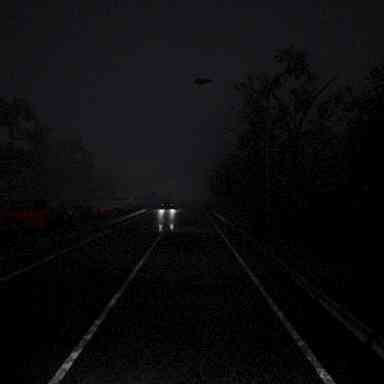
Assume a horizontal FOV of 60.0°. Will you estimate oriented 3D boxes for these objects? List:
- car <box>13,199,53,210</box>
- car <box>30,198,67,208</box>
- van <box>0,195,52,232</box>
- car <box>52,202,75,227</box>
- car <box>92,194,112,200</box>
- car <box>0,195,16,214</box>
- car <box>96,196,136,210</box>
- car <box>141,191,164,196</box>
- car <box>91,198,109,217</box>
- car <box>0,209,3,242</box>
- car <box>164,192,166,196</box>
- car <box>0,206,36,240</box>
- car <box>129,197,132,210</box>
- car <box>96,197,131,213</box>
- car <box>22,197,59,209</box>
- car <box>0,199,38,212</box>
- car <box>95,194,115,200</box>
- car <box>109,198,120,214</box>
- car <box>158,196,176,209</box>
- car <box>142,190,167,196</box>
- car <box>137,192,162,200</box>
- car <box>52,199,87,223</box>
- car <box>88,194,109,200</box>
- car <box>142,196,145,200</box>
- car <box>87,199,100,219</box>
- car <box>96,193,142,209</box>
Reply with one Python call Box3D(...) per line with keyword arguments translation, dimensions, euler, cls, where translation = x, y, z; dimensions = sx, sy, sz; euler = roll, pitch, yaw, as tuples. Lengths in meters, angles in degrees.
Box3D(translation=(-23.251, 1.790, 48.640), dimensions=(4.792, 1.488, 2.163), euler=(0, -1, 0), cls="car")
Box3D(translation=(-23.267, 1.817, 54.057), dimensions=(5.008, 1.535, 2.097), euler=(0, -1, 0), cls="car")
Box3D(translation=(-10.369, 1.305, 18.086), dimensions=(4.442, 1.987, 1.878), euler=(0, 0, 0), cls="van")
Box3D(translation=(-10.277, 1.565, 20.862), dimensions=(4.792, 1.488, 2.163), euler=(0, 0, 0), cls="car")
Box3D(translation=(-23.479, 1.368, 86.612), dimensions=(4.674, 1.452, 2.002), euler=(0, 0, 0), cls="car")
Box3D(translation=(-23.328, 1.395, 37.564), dimensions=(5.566, 2.045, 2.435), euler=(0, -1, 0), cls="car")
Box3D(translation=(-10.396, 1.703, 43.060), dimensions=(5.366, 1.575, 1.946), euler=(0, -1, 0), cls="car")
Box3D(translation=(-10.427, 1.205, 86.774), dimensions=(4.553, 1.767, 2.185), euler=(0, 0, 0), cls="car")
Box3D(translation=(-10.419, 1.567, 29.182), dimensions=(5.366, 1.575, 1.946), euler=(0, 0, 0), cls="car")
Box3D(translation=(-10.233, 1.551, 12.533), dimensions=(4.792, 1.488, 2.163), euler=(0, 0, 0), cls="car")
Box3D(translation=(-10.383, 1.331, 89.553), dimensions=(5.008, 1.535, 2.097), euler=(0, 0, 0), cls="car")
Box3D(translation=(-10.228, 1.556, 15.309), dimensions=(4.792, 1.488, 2.163), euler=(0, 0, 0), cls="car")
Box3D(translation=(-10.221, 1.678, 40.283), dimensions=(4.892, 1.521, 2.231), euler=(0, -1, 0), cls="car")
Box3D(translation=(-10.034, 1.645, 37.507), dimensions=(5.366, 1.575, 1.946), euler=(0, -1, 0), cls="car")
Box3D(translation=(-23.308, 1.663, 51.287), dimensions=(4.553, 1.767, 2.185), euler=(0, -1, 0), cls="car")
Box3D(translation=(-23.105, 1.701, 43.100), dimensions=(5.366, 1.575, 1.946), euler=(0, -1, 0), cls="car")
Box3D(translation=(-23.497, 1.358, 89.524), dimensions=(4.792, 1.488, 2.163), euler=(0, 0, 0), cls="car")
Box3D(translation=(-10.044, 1.589, 31.834), dimensions=(5.366, 1.575, 1.946), euler=(0, -1, 0), cls="car")
Box3D(translation=(-3.391, 1.682, 47.438), dimensions=(1.837, 1.490, 4.892), euler=(0, -1, 0), cls="car")
Box3D(translation=(-10.410, 1.071, 92.346), dimensions=(5.566, 2.045, 2.435), euler=(0, 0, 0), cls="car")
Box3D(translation=(-10.380, 1.345, 81.204), dimensions=(4.792, 1.488, 2.163), euler=(0, 0, 0), cls="car")
Box3D(translation=(-10.275, 1.417, 23.636), dimensions=(4.553, 1.767, 2.185), euler=(0, 0, 0), cls="car")
Box3D(translation=(-23.486, 1.360, 83.827), dimensions=(4.674, 1.452, 2.002), euler=(0, 0, 0), cls="car")
Box3D(translation=(-10.167, 1.821, 51.387), dimensions=(4.792, 1.488, 2.163), euler=(0, -1, 0), cls="car")
Box3D(translation=(-10.233, 1.554, 26.415), dimensions=(4.892, 1.521, 2.231), euler=(0, 0, 0), cls="car")
Box3D(translation=(-10.234, 1.483, 45.838), dimensions=(5.566, 2.045, 2.435), euler=(0, -1, 0), cls="car")
